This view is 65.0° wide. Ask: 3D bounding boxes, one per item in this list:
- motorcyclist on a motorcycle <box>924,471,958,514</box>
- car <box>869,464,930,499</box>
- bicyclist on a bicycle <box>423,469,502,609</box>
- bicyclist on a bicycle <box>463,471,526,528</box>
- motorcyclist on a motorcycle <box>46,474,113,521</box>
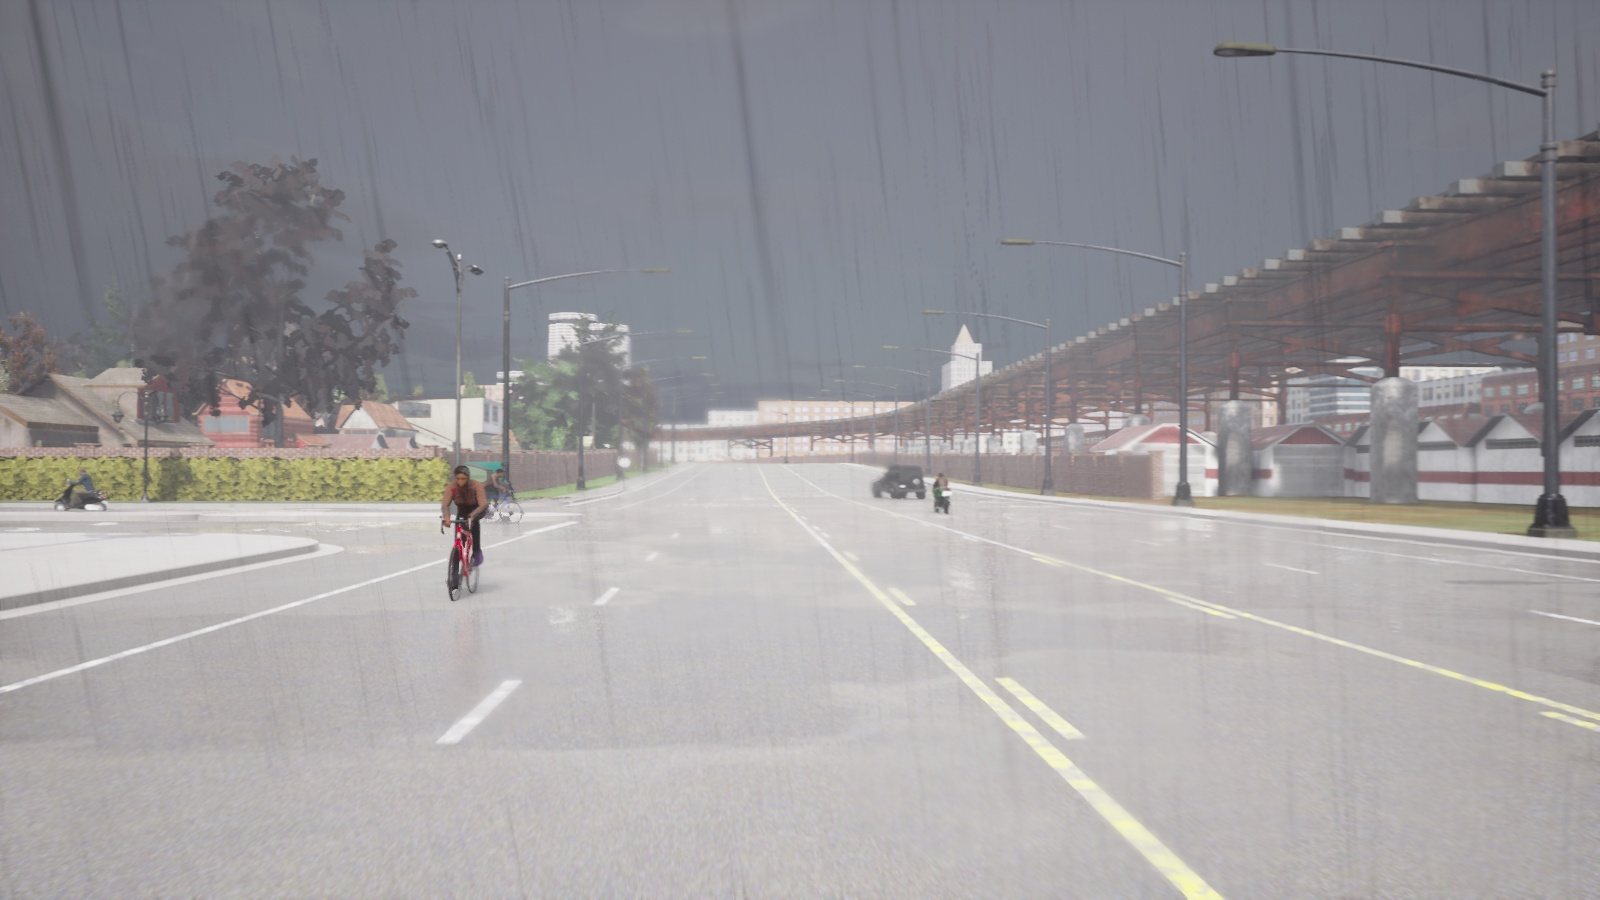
[{"bbox_3d":[5.148,1.543,46.095,0.797,1.523,2.044,0,-1,-7],"label":"motorcyclist on a motorcycle"},{"bbox_3d":[5.547,1.763,70.600,1.905,1.878,3.866,0,-1,-21],"label":"car"},{"bbox_3d":[-4.114,1.046,15.398,0.582,1.620,1.656,0,-1,-2],"label":"bicyclist on a bicycle"},{"bbox_3d":[-8.762,1.416,36.092,1.656,1.620,0.582,0,-1,-1],"label":"bicyclist on a bicycle"},{"bbox_3d":[-24.873,1.621,43.391,1.817,1.590,0.866,0,-1,-3],"label":"motorcyclist on a motorcycle"}]
